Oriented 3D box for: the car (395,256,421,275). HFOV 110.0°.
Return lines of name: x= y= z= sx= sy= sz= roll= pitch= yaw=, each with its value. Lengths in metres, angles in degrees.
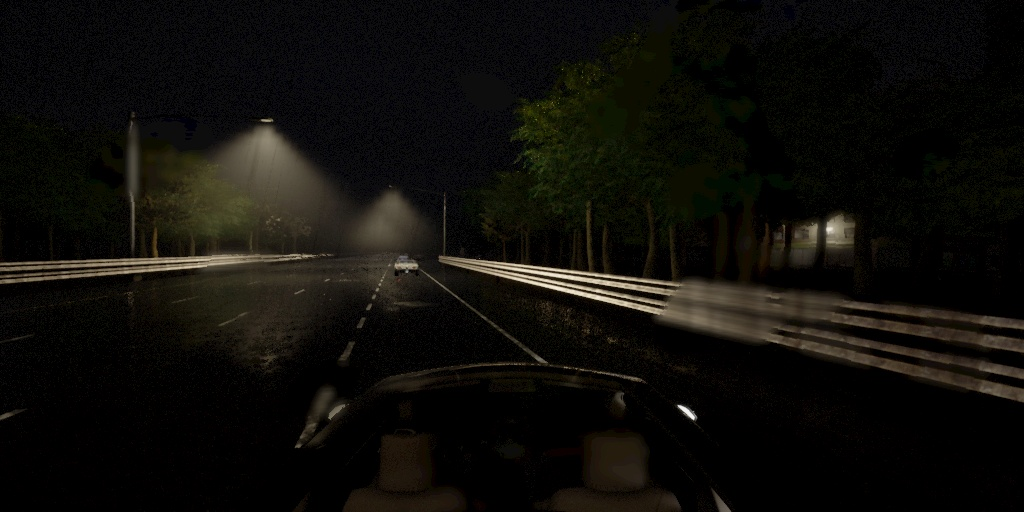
car: x=-9.289 y=0.953 z=31.418 sx=1.895 sy=1.301 sz=4.718 roll=0 pitch=1 yaw=-18
